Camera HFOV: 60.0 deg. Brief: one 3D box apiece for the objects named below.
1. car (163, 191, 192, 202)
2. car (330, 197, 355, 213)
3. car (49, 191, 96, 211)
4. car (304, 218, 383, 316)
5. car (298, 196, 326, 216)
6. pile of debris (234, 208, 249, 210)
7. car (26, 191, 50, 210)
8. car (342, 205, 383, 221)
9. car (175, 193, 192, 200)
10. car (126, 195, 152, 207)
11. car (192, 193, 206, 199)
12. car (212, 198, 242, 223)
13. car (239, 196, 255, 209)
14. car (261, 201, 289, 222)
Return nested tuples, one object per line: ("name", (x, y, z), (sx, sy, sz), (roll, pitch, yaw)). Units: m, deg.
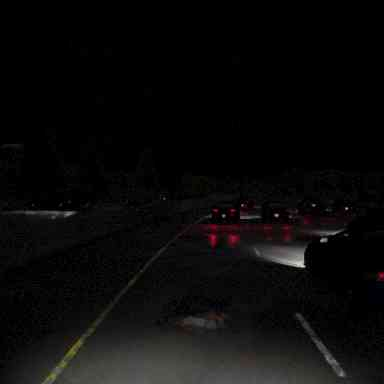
("car", (-2.277, 0.939, 48.160), (2.150, 2.045, 5.566), (0, 0, 19))
("car", (15.639, 1.333, 34.539), (1.837, 1.490, 4.892), (0, 0, 16))
("car", (-12.865, 0.980, 37.003), (2.150, 2.045, 5.566), (0, 1, 14))
("car", (3.958, 1.528, 7.401), (1.994, 1.385, 4.181), (0, 0, 3))
("car", (11.139, 1.192, 31.125), (2.097, 1.767, 4.553), (0, 0, 14))
("pile of debris", (5.860, 1.958, 39.209), (1.500, 0.140, 1.860), (0, 0, 17))
("car", (-16.230, 0.967, 37.945), (2.150, 2.045, 5.566), (0, 1, 14))
("car", (7.994, 1.461, 13.577), (1.812, 1.442, 4.674), (0, 0, 6))
("car", (-1.853, 0.998, 75.424), (1.882, 1.535, 5.008), (0, 0, 26))
("car", (-7.039, 1.203, 44.821), (1.882, 1.535, 5.008), (0, 0, 17))
("car", (1.398, 1.016, 74.094), (1.882, 1.535, 5.008), (0, 0, 28))
("car", (2.515, 1.388, 24.341), (1.812, 1.442, 4.674), (0, 0, 10))
("car", (6.479, 1.277, 40.478), (1.837, 1.490, 4.892), (0, 0, 17))
("car", (6.152, 1.392, 24.823), (1.812, 1.442, 4.674), (0, 0, 10))
